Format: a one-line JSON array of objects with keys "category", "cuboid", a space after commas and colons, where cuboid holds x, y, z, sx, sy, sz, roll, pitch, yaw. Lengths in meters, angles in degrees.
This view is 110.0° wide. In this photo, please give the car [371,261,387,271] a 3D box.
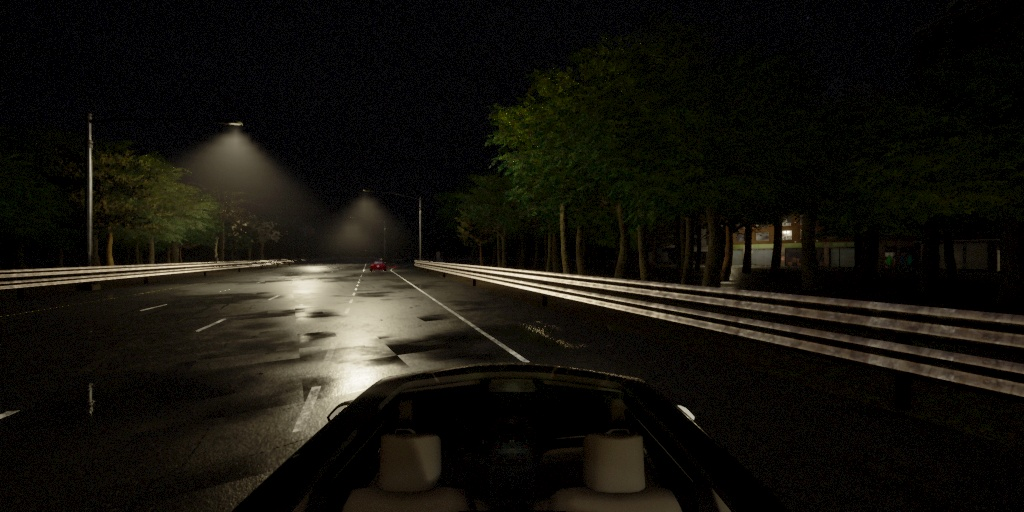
[{"category": "car", "cuboid": [-18.341, 1.308, 49.296, 1.994, 1.385, 4.181, 0, 0, -19]}]
